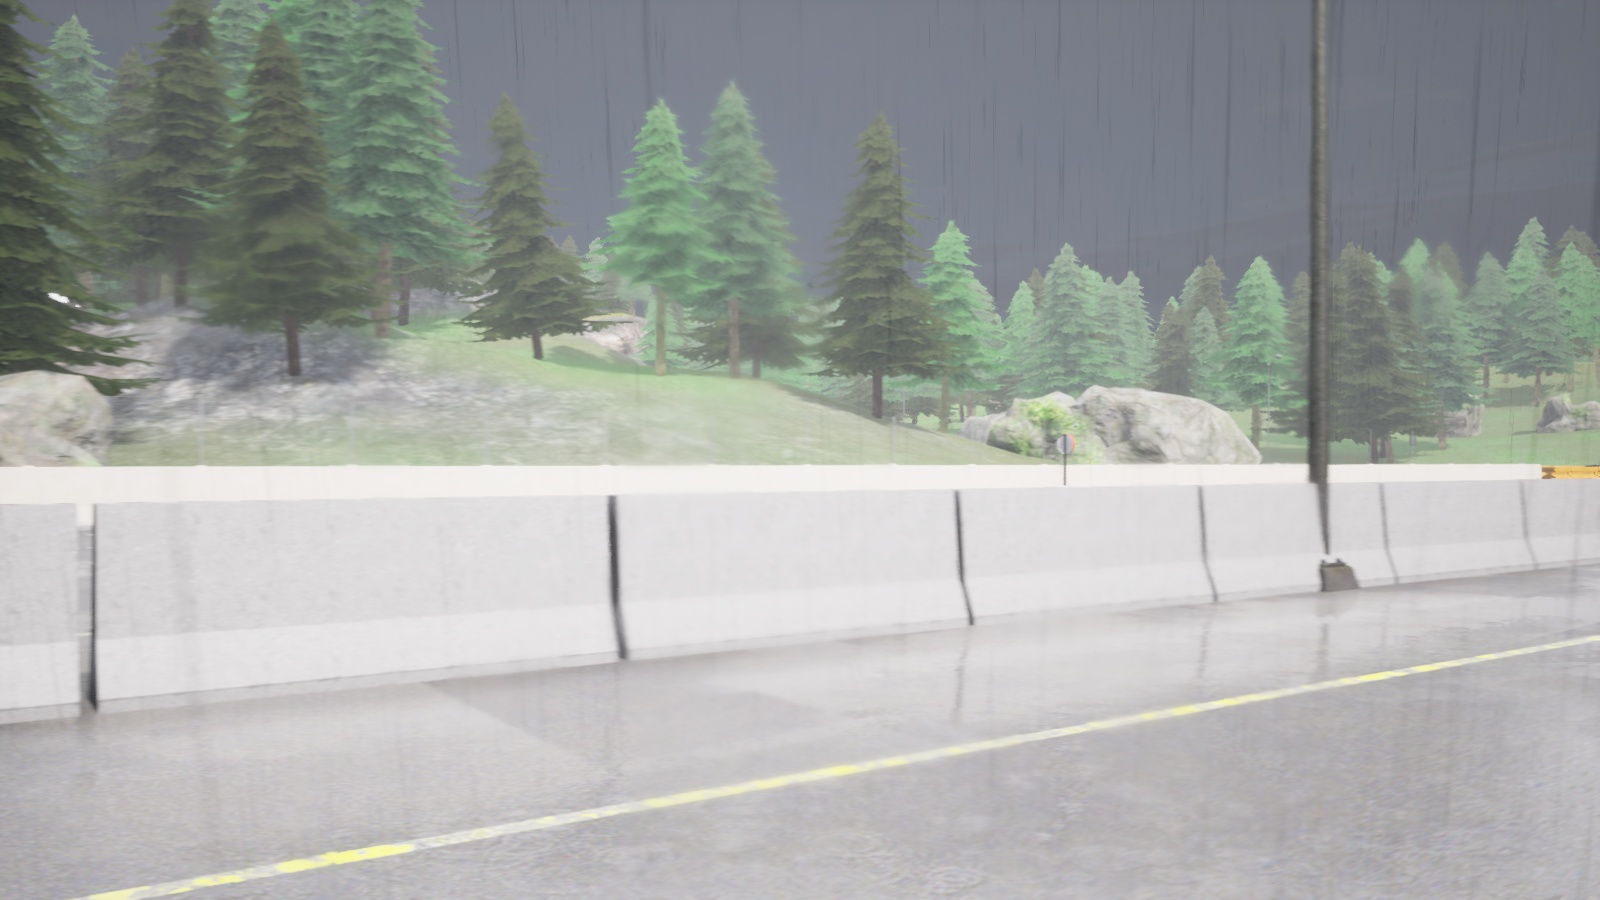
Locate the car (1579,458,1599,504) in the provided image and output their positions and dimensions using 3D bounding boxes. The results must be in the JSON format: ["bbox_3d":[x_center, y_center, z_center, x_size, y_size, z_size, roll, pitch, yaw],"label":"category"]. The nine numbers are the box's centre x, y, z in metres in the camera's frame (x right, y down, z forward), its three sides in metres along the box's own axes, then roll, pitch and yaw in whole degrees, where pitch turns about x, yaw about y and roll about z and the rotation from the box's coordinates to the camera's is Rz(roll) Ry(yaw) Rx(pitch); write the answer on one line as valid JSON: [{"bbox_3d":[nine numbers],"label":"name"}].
[{"bbox_3d":[26.204,0.938,38.952,4.181,1.385,1.994,0,0,-35],"label":"car"}]
